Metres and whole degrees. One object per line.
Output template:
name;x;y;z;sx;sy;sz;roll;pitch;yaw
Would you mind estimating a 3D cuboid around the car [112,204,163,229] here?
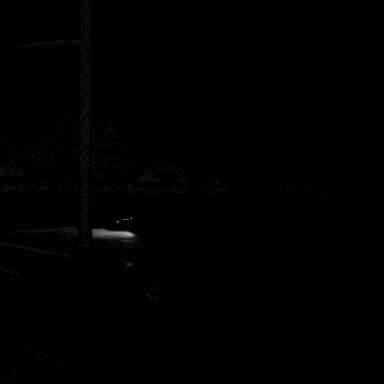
car;-3.176;1.582;22.474;1.837;1.490;4.892;1;0;36
